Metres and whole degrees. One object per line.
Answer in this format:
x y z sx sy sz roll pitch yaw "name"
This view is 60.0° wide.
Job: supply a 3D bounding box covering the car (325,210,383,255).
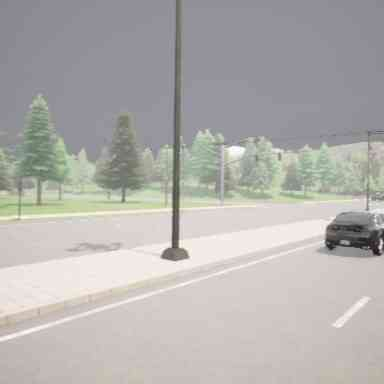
6.937 1.506 13.411 1.837 1.490 4.892 1 1 41 "car"
